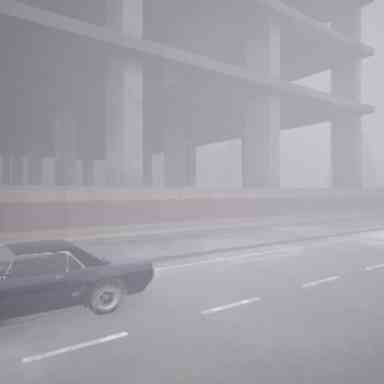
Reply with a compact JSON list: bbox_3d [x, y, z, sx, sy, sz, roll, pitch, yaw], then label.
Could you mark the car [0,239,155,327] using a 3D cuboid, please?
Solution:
[{"bbox_3d":[-3.168,1.601,6.019,4.718,1.301,1.895,0,0,-35],"label":"car"}]
